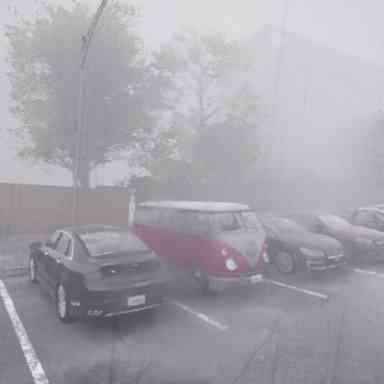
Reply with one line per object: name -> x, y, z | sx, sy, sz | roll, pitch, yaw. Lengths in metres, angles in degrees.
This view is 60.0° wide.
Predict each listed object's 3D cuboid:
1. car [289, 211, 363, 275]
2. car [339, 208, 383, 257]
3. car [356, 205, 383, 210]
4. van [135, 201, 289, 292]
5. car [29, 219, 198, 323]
car -> 2.335, 1.443, 10.535 | 2.231, 1.521, 4.892 | -1, 0, -35
car -> 4.631, 1.451, 12.121 | 2.002, 1.452, 4.674 | -1, 1, -35
car -> 6.830, 1.383, 13.635 | 2.231, 1.521, 4.892 | -1, 1, -35
van -> 0.108, 1.241, 8.841 | 1.878, 1.987, 4.442 | 0, 0, -35
car -> -2.262, 1.470, 7.333 | 2.231, 1.521, 4.892 | 1, 0, -35
